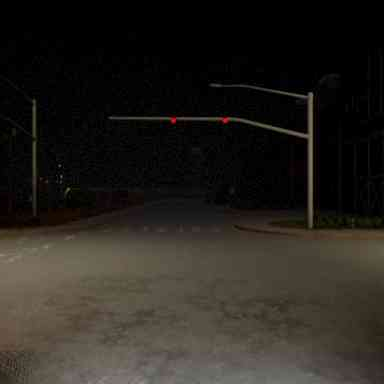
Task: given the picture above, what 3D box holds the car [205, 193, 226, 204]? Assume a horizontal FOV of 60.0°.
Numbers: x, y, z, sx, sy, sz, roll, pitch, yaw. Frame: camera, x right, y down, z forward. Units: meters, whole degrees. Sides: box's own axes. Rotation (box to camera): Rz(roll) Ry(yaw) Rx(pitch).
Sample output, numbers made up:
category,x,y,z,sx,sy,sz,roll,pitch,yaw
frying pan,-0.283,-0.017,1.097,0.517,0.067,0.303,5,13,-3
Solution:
category,x,y,z,sx,sy,sz,roll,pitch,yaw
car,4.236,1.162,60.122,1.905,1.878,3.866,-8,3,-42
